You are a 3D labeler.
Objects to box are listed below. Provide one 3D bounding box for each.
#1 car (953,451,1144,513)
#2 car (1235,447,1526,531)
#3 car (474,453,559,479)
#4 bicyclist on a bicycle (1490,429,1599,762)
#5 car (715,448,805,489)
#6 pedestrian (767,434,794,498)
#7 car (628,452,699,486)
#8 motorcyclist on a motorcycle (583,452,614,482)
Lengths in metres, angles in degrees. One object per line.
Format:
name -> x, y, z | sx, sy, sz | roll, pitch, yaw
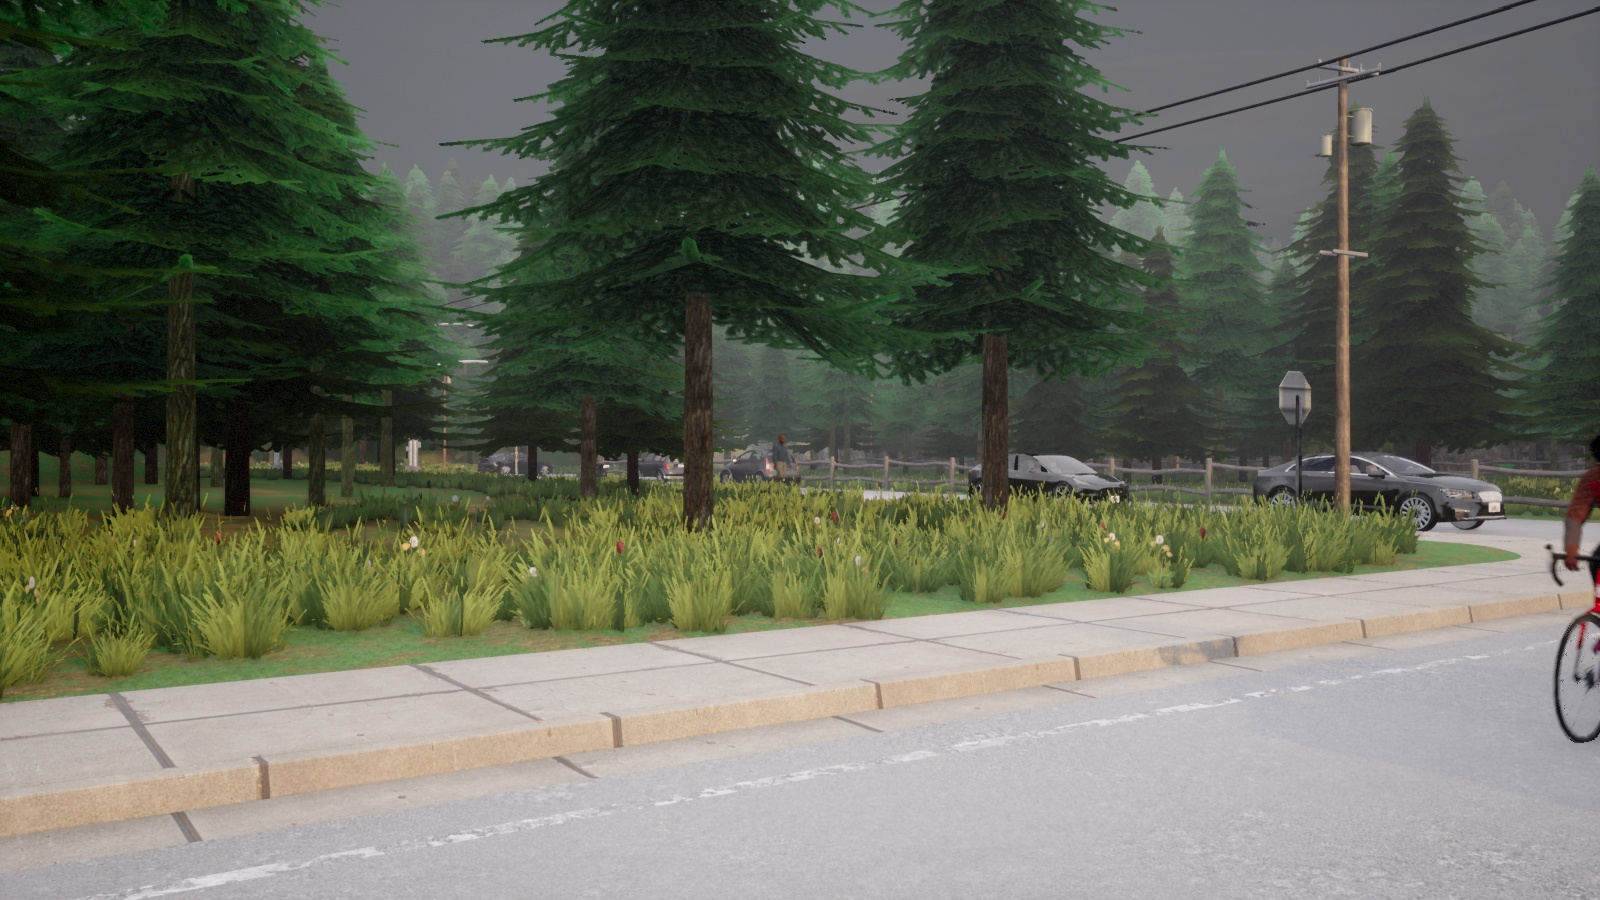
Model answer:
car -> 6.418, 0.777, 32.963 | 2.163, 1.488, 4.792 | 0, 0, -33
car -> 11.409, 0.703, 25.054 | 2.128, 1.511, 4.902 | 0, 0, -32
car -> -17.411, 0.973, 77.360 | 1.837, 1.490, 4.892 | 1, 0, 44
bicyclist on a bicycle -> 4.437, 0.705, 6.767 | 1.656, 1.620, 0.582 | 0, 0, -35
car -> -1.681, 0.746, 51.447 | 1.851, 1.617, 3.988 | 0, 0, -34
pedestrian -> -0.563, 0.458, 36.611 | 0.726, 1.835, 0.370 | 0, 0, 45
car -> -6.387, 0.853, 58.522 | 1.789, 1.549, 3.705 | 0, 0, -34
motorcyclist on a motorcycle -> -10.341, 0.880, 64.410 | 0.797, 1.523, 2.044 | 0, 0, -35
